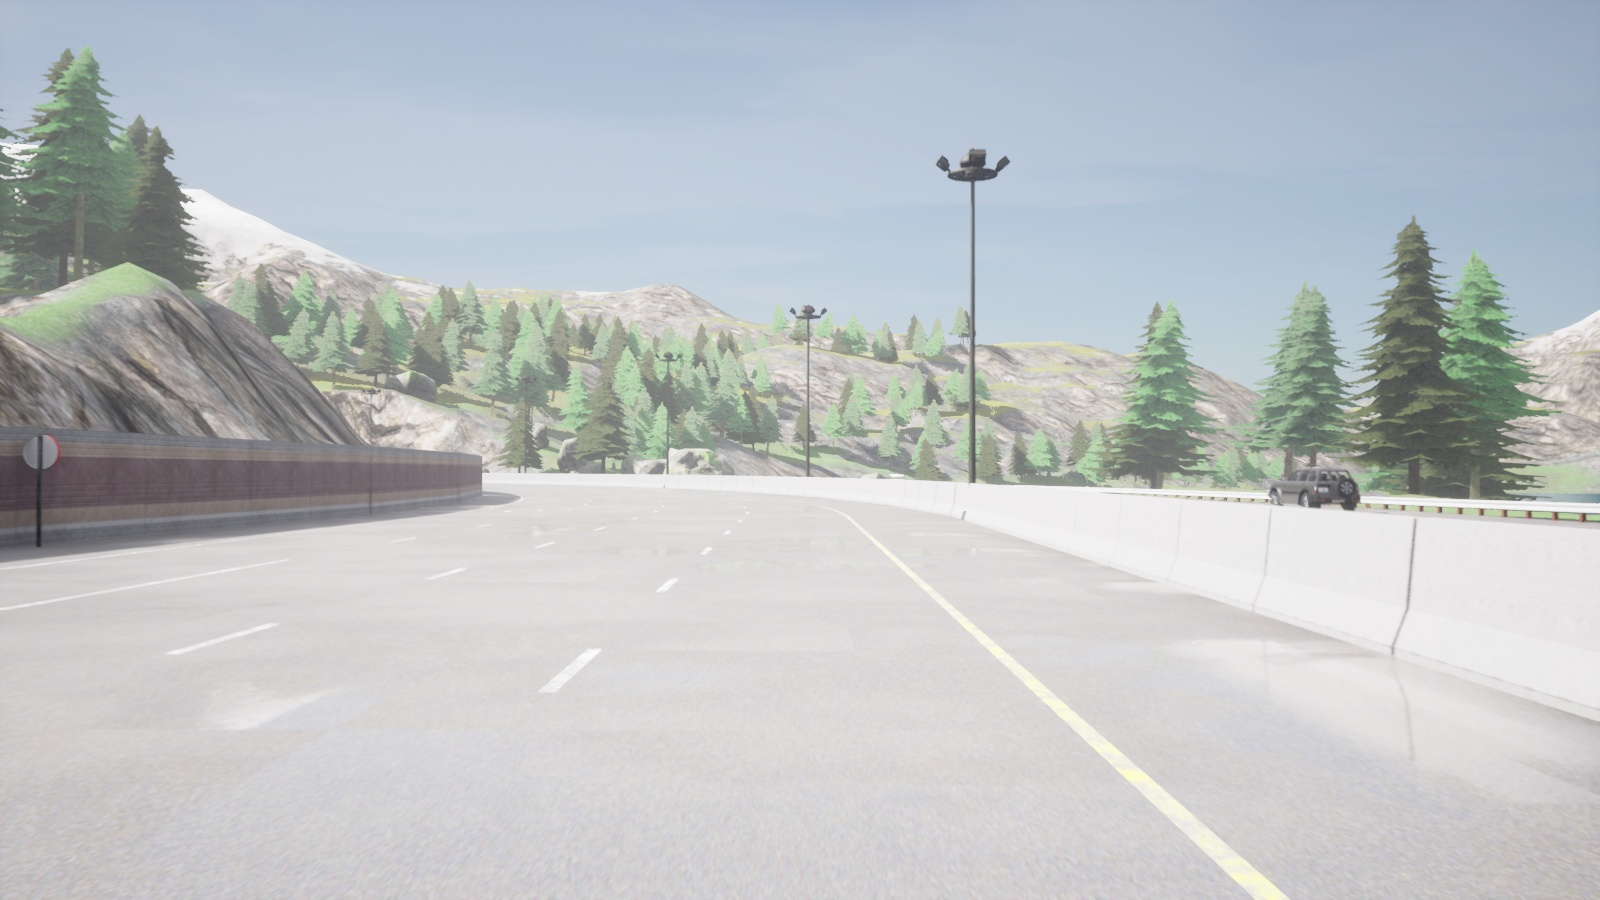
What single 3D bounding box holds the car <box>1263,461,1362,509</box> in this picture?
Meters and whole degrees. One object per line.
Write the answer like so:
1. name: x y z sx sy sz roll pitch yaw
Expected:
1. car: 20.660 1.400 50.834 1.932 1.855 4.605 0 -1 -3
